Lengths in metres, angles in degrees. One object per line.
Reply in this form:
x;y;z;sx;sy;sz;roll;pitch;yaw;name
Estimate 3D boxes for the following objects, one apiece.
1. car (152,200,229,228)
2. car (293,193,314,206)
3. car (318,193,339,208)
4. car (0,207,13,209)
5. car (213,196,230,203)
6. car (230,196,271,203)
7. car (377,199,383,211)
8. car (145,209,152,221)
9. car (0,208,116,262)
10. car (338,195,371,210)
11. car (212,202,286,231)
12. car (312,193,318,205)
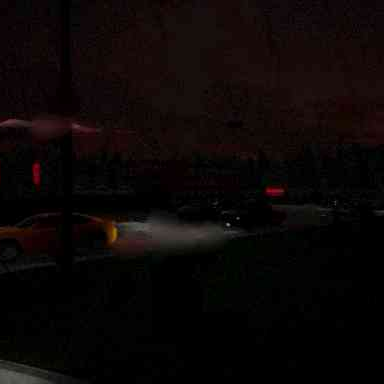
-0.003;1.485;21.865;4.674;1.442;1.812;0;0;-42;car
18.044;1.117;51.901;5.566;2.045;2.150;0;0;-42;car
18.871;1.150;43.342;4.553;1.767;2.097;-1;0;-41;car
-12.010;1.642;20.520;4.718;1.301;1.895;0;0;-42;car
3.580;1.258;39.177;4.553;1.767;2.097;0;0;-42;car
6.903;1.365;37.451;5.008;1.535;1.882;0;0;-42;car
22.278;1.294;37.024;4.892;1.490;1.837;0;0;-41;car
-1.292;1.467;25.427;4.892;1.490;1.837;0;0;-42;car
-5.306;1.489;12.427;5.008;1.535;1.882;0;0;-42;car
19.543;1.326;39.280;4.674;1.442;1.812;0;0;-41;car
3.692;1.538;20.494;4.718;1.301;1.895;-1;0;-42;car
20.391;1.306;49.303;4.902;1.511;2.128;0;0;-42;car
